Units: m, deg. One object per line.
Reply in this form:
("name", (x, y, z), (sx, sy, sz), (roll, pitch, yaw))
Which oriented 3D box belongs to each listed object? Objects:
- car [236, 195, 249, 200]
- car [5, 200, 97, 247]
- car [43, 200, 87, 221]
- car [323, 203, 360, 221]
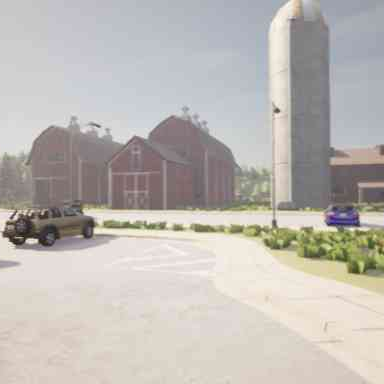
("car", (13.546, 1.833, 89.691), (3.866, 1.878, 1.905), (2, -7, -24))
("car", (-6.680, 1.507, 16.189), (1.932, 1.855, 4.605), (-1, -1, 19))
("car", (-12.108, 1.693, 32.001), (1.905, 1.878, 3.866), (-1, -1, 19))
("car", (10.833, 1.622, 24.277), (2.242, 1.667, 4.611), (-1, -1, 19))
